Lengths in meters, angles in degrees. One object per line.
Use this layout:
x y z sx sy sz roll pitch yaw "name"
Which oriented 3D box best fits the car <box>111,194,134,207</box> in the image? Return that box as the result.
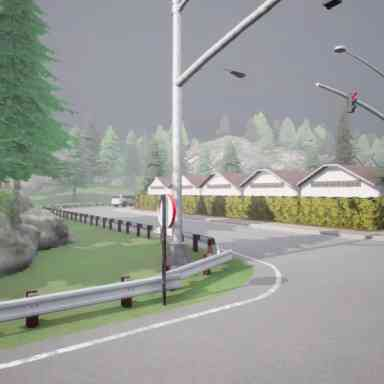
-10.454 1.398 53.907 2.150 2.045 5.566 0 0 36 "car"
